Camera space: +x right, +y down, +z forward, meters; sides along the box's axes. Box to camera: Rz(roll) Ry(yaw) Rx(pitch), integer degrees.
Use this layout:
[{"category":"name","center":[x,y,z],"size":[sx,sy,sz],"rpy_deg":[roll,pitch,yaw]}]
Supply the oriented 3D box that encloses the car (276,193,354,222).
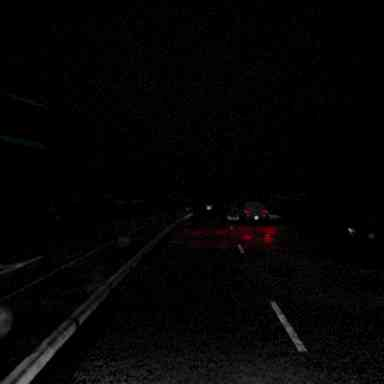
[{"category":"car","center":[9.055,1.118,24.347],"size":[5.566,2.045,2.435],"rpy_deg":[0,0,6]}]

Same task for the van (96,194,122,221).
[{"category":"van","center":[-7.344,1.161,26.141],"size":[1.878,1.987,4.442],"rpy_deg":[0,0,7]}]

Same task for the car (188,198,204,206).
[{"category":"car","center":[0.888,2.086,69.761],"size":[2.163,1.488,4.792],"rpy_deg":[0,-2,16]}]

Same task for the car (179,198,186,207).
[{"category":"car","center":[-3.022,1.534,53.663],"size":[2.185,1.767,4.553],"rpy_deg":[0,-1,12]}]

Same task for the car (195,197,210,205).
[{"category":"car","center":[2.467,2.074,75.269],"size":[2.185,1.767,4.553],"rpy_deg":[0,-2,17]}]

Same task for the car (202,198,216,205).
[{"category":"car","center":[4.114,2.338,80.537],"size":[2.097,1.535,5.008],"rpy_deg":[0,-2,19]}]

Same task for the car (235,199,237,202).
[{"category":"car","center":[6.565,1.479,40.663],"size":[1.837,1.490,4.892],"rpy_deg":[0,-1,9]}]

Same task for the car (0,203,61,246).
[{"category":"car","center":[-8.284,1.455,15.183],"size":[2.163,1.488,4.792],"rpy_deg":[0,0,4]}]

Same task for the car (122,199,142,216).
[{"category":"car","center":[-6.666,1.437,31.771],"size":[2.002,1.452,4.674],"rpy_deg":[0,0,7]}]

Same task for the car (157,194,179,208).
[{"category":"car","center":[-4.126,1.308,48.166],"size":[2.435,2.045,5.566],"rpy_deg":[0,-1,11]}]

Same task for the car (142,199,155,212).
[{"category":"car","center":[-5.921,1.469,37.263],"size":[2.002,1.452,4.674],"rpy_deg":[0,-1,9]}]

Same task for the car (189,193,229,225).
[{"category":"car","center":[1.296,1.116,23.206],"size":[2.150,2.045,5.566],"rpy_deg":[0,-1,5]}]

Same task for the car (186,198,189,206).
[{"category":"car","center":[-1.814,1.783,59.164],"size":[2.231,1.521,4.892],"rpy_deg":[0,-2,14]}]

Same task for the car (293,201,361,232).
[{"category":"car","center":[8.563,1.420,18.903],"size":[4.792,1.488,2.163],"rpy_deg":[0,0,5]}]

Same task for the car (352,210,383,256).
[{"category":"car","center":[8.104,1.473,10.595],"size":[4.792,1.488,2.163],"rpy_deg":[0,0,3]}]

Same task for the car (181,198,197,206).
[{"category":"car","center":[-0.532,1.957,64.429],"size":[2.002,1.452,4.674],"rpy_deg":[0,-2,15]}]

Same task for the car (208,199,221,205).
[{"category":"car","center":[5.882,2.516,85.794],"size":[2.002,1.452,4.674],"rpy_deg":[0,-2,20]}]

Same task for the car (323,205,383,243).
[{"category":"car","center":[8.210,1.429,13.326],"size":[4.892,1.521,2.231],"rpy_deg":[0,0,4]}]

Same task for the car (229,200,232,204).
[{"category":"car","center":[3.579,1.485,40.983],"size":[1.837,1.490,4.892],"rpy_deg":[0,-1,9]}]

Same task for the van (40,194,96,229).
[{"category":"van","center":[-7.867,1.173,20.627],"size":[1.878,1.987,4.442],"rpy_deg":[0,0,6]}]

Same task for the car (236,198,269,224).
[{"category":"car","center":[4.383,1.422,23.811],"size":[1.812,1.442,4.674],"rpy_deg":[0,0,5]}]
